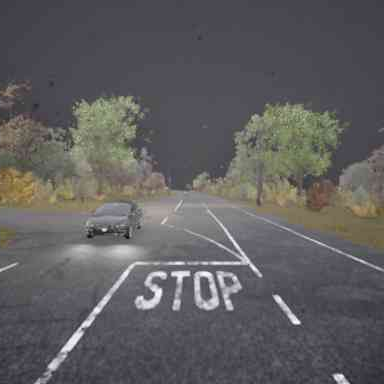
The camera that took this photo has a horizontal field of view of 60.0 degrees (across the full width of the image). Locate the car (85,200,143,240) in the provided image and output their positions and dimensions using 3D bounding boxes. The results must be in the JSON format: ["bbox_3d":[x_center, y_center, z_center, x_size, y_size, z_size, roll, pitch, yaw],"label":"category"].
[{"bbox_3d":[-3.474,1.170,15.594,1.837,1.490,4.892,2,2,0],"label":"car"}]
